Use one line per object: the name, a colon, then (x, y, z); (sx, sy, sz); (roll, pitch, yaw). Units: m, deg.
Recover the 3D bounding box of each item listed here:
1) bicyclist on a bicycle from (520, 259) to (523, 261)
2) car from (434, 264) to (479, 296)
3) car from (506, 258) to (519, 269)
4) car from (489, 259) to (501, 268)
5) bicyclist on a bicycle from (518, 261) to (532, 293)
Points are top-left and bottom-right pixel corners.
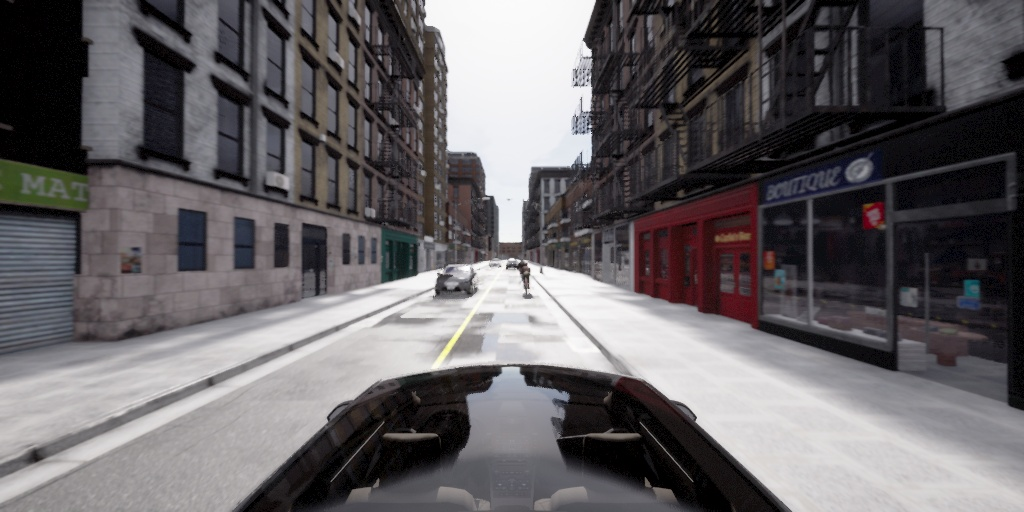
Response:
bicyclist on a bicycle: (0.751, 1.090, 28.121); (0.659, 1.776, 1.843); (0, 0, 0)
car: (-2.852, 1.223, 19.241); (2.128, 1.511, 4.902); (0, 0, 0)
car: (0.067, 1.281, 53.019); (1.895, 1.301, 4.718); (0, 0, 0)
car: (-2.799, 1.191, 60.920); (1.812, 1.442, 4.674); (0, 0, 1)
bicyclist on a bicycle: (0.753, 1.185, 18.496); (0.582, 1.620, 1.656); (0, 0, 0)
